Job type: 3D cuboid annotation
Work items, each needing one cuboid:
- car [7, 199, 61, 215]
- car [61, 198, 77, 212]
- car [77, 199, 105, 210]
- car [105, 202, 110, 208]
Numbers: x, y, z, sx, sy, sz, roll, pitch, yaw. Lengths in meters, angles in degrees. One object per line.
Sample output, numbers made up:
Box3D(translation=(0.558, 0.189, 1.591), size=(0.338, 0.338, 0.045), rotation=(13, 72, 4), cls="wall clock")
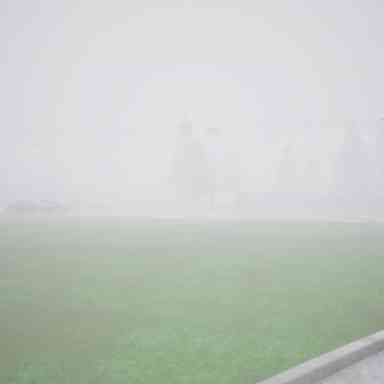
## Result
Box3D(translation=(-16.847, 1.550, 34.893), size=(5.008, 1.535, 1.882), rotation=(0, 0, 11), cls="car")
Box3D(translation=(-16.338, 1.612, 38.360), size=(4.892, 1.490, 1.837), rotation=(0, 0, 11), cls="car")
Box3D(translation=(-14.903, 1.632, 45.211), size=(5.008, 1.535, 1.882), rotation=(0, 0, 11), cls="car")
Box3D(translation=(-14.340, 1.706, 48.667), size=(4.674, 1.442, 1.812), rotation=(0, 0, 11), cls="car")
